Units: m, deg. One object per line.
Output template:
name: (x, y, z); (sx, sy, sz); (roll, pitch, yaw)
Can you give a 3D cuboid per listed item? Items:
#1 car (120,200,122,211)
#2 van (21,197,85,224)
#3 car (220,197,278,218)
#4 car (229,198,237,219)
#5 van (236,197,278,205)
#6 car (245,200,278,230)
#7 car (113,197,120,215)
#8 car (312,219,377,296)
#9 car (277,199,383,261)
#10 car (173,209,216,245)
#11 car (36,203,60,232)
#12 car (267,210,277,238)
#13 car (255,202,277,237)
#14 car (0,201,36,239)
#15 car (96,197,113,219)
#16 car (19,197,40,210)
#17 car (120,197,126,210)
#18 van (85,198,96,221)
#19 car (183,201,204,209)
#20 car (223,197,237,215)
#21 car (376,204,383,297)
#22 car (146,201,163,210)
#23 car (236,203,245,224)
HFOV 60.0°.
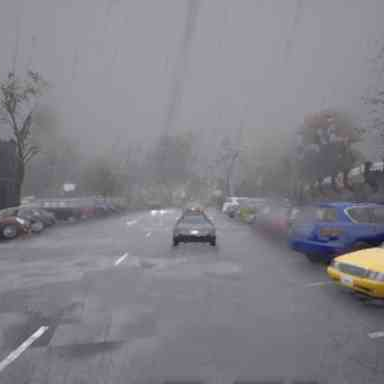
car: (-10.949, 1.920, 38.329); (4.792, 1.488, 2.163); (-1, -1, -20)
van: (-11.092, 1.544, 26.430); (4.442, 1.987, 1.878); (-1, 0, -20)
car: (6.000, 1.606, 35.175); (5.566, 2.045, 2.435); (1, -1, -20)
car: (6.005, 1.670, 29.116); (4.553, 1.767, 2.185); (1, 0, -20)
van: (6.077, 1.540, 26.134); (4.442, 1.987, 1.878); (1, -1, -20)
car: (5.923, 1.574, 20.045); (4.553, 1.767, 2.185); (1, -1, -20)
car: (-10.948, 1.609, 35.365); (5.566, 2.045, 2.435); (-1, -1, -20)
car: (5.772, 1.566, 7.890); (5.366, 1.575, 1.946); (1, 0, -20)
car: (5.980, 1.354, 10.992); (5.566, 2.045, 2.435); (1, -1, -20)
car: (0.110, 1.740, 16.441); (1.994, 1.385, 4.181); (0, -1, 0)
car: (-10.985, 1.708, 20.560); (4.892, 1.521, 2.231); (-1, 0, -20)
car: (5.922, 1.666, 13.990); (4.792, 1.488, 2.163); (1, 0, -20)
car: (5.928, 1.542, 17.016); (4.553, 1.767, 2.185); (1, -1, -20)
car: (-11.020, 1.550, 17.587); (4.553, 1.767, 2.185); (-1, -1, -20)
car: (-10.953, 1.578, 32.406); (5.566, 2.045, 2.435); (-1, -1, -20)
car: (-26.630, 1.810, 54.634); (2.435, 2.045, 5.566); (0, 0, -19)
car: (-10.987, 1.670, 41.249); (5.566, 2.045, 2.435); (-1, 0, -20)
van: (-11.088, 1.574, 29.389); (4.442, 1.987, 1.878); (-1, 0, -20)
car: (0.130, 1.709, 33.777); (2.097, 1.767, 4.553); (0, -1, 0)
car: (5.956, 1.574, 32.115); (5.566, 2.045, 2.435); (1, 0, -20)
car: (5.914, 1.289, 4.930); (5.566, 2.045, 2.435); (1, 0, -20)
car: (-6.088, 2.161, 53.374); (1.895, 1.301, 4.718); (0, -1, -20)
car: (5.970, 1.733, 23.064); (4.892, 1.521, 2.231); (1, 0, -20)
